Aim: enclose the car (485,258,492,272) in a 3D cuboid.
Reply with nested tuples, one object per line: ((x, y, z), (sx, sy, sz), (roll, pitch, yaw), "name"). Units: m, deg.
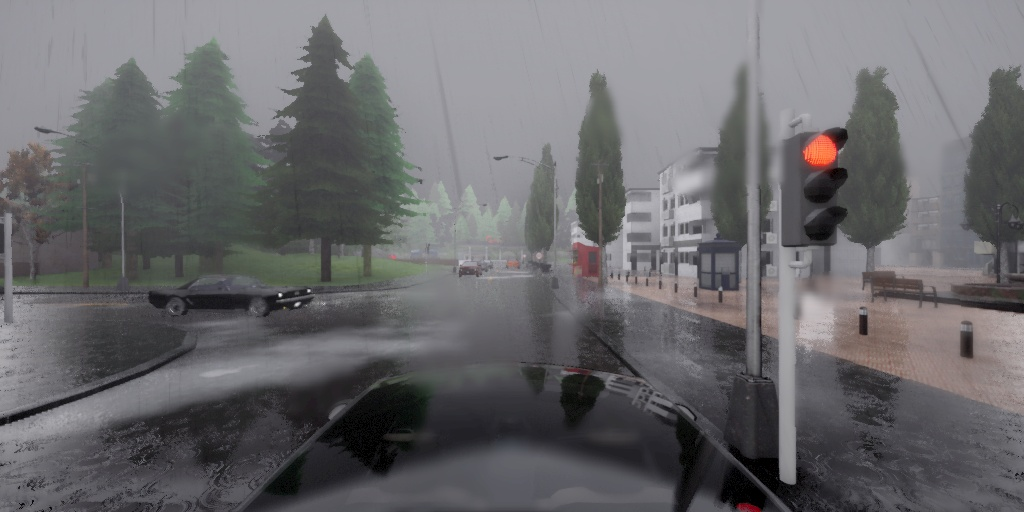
((-4.060, 1.314, 45.626), (1.994, 1.385, 4.181), (0, 0, 0), "car")

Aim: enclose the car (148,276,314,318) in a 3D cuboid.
((-9.584, 1.351, 12.496), (4.718, 1.301, 1.895), (0, 0, 4), "car")

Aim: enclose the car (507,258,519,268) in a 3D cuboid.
((0.166, 1.102, 61.417), (2.097, 1.767, 4.553), (0, 0, 0), "car")

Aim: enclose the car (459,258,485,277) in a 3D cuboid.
((-4.078, 1.228, 35.706), (1.882, 1.535, 5.008), (0, 0, 0), "car")

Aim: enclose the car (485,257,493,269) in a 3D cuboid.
((-4.012, 1.276, 55.753), (1.812, 1.442, 4.674), (0, 0, 0), "car")
